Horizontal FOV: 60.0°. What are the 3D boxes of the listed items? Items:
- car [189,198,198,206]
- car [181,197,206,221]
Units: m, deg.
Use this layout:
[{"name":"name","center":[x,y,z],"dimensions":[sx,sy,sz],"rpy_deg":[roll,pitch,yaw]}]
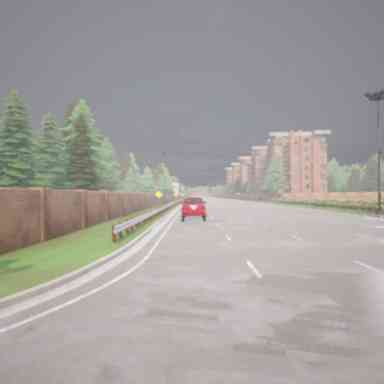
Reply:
[{"name":"car","center":[0.229,2.078,71.156],"dimensions":[1.837,1.490,4.892],"rpy_deg":[-1,0,0]},{"name":"car","center":[0.146,1.470,30.553],"dimensions":[2.150,2.045,5.566],"rpy_deg":[-1,0,0]}]
